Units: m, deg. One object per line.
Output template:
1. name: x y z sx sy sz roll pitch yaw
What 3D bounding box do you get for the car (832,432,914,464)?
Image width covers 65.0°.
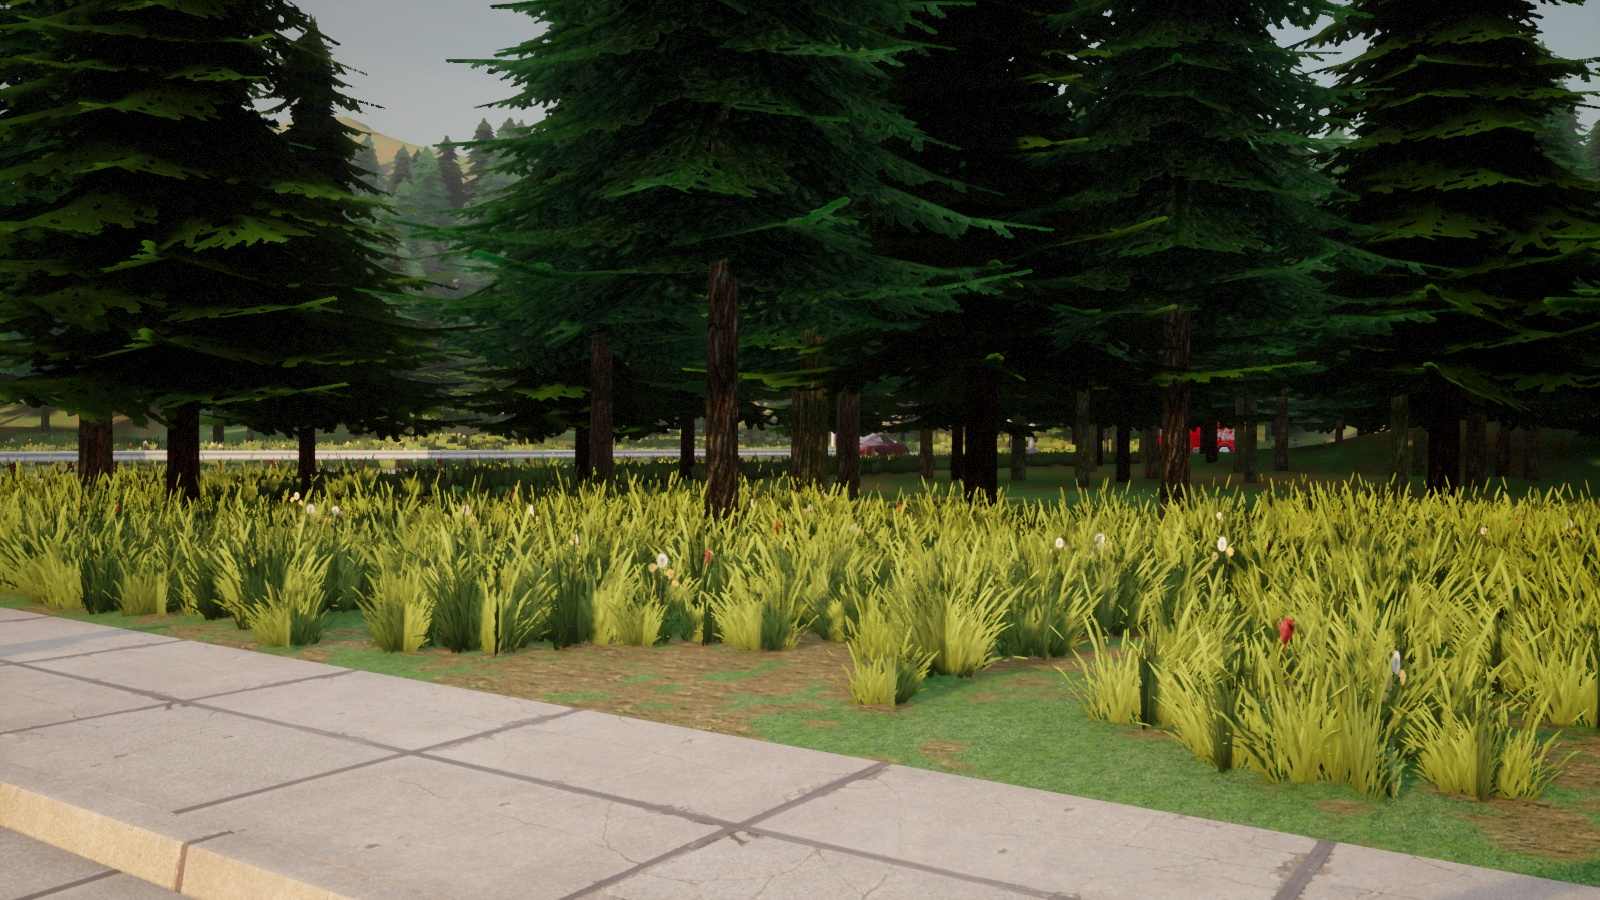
1. car: 3.571 -0.130 60.669 1.812 1.442 4.674 0 1 35

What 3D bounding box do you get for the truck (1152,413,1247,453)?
1. truck: 25.597 -1.114 80.606 5.204 2.467 2.627 -1 1 -3
